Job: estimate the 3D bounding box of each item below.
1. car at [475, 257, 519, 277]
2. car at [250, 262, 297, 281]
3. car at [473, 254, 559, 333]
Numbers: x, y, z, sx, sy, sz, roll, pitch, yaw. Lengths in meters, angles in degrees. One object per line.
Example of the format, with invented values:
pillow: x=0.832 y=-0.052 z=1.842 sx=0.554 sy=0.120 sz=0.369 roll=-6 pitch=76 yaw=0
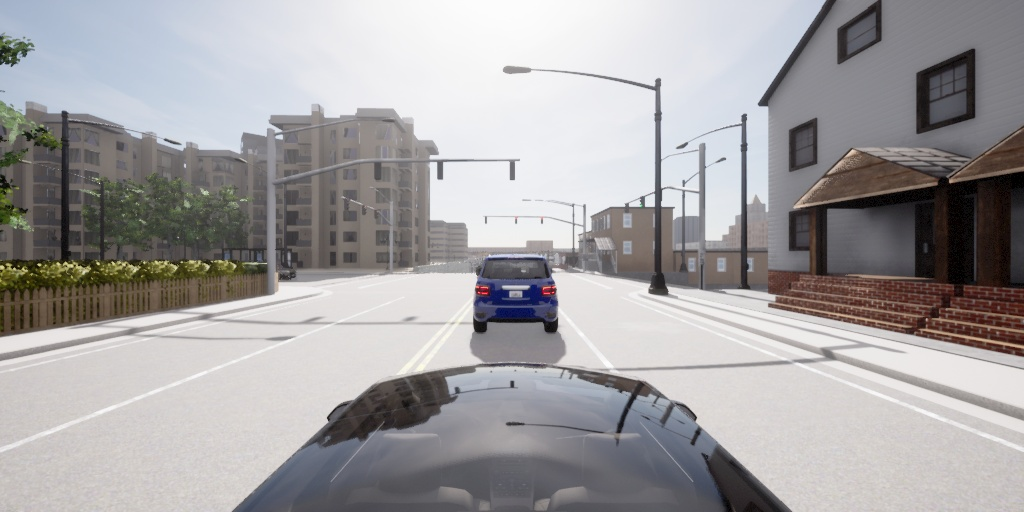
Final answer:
car: x=-1.380 y=1.040 z=34.773 sx=2.097 sy=1.767 sz=4.553 roll=-1 pitch=0 yaw=31
car: x=-19.568 y=1.254 z=28.112 sx=4.892 sy=1.490 sz=1.837 roll=0 pitch=0 yaw=1
car: x=0.103 y=0.971 z=10.918 sx=2.150 sy=2.045 sz=5.566 roll=0 pitch=0 yaw=0
